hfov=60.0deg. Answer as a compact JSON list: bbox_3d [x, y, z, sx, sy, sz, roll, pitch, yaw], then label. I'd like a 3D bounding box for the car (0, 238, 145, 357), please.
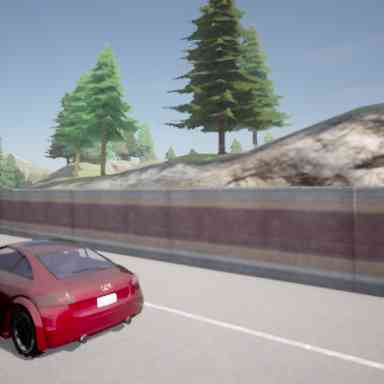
[{"bbox_3d":[-2.862,1.561,6.095,4.181,1.385,1.994,0,0,37],"label":"car"}]
